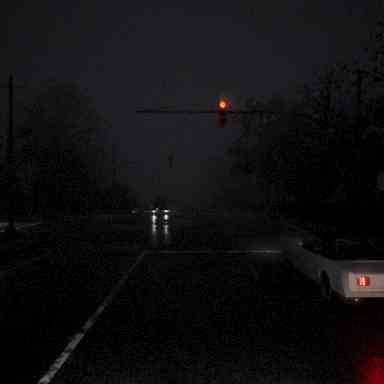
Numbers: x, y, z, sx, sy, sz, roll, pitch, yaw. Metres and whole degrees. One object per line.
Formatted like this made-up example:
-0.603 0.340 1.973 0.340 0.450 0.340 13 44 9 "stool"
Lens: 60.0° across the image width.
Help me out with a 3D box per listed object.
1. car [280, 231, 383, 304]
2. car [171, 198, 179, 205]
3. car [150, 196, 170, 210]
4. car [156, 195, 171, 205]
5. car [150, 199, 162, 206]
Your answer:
3.594 1.601 8.107 1.895 1.301 4.718 0 0 0 "car"
-4.994 2.126 73.582 1.882 1.535 5.008 0 -1 -19 "car"
-4.102 1.583 43.509 1.837 1.490 4.892 0 -1 -3 "car"
-5.339 1.524 57.377 2.150 2.045 5.566 0 -1 -8 "car"
-7.622 2.139 69.961 1.994 1.385 4.181 0 -1 -13 "car"
